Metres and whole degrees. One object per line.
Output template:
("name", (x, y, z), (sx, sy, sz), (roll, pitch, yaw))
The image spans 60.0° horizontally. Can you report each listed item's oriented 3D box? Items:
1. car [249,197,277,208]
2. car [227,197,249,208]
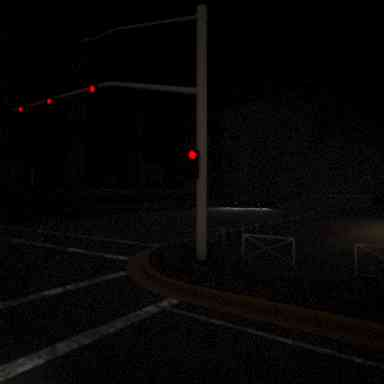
("car", (10.086, 1.420, 45.345), (1.837, 1.490, 4.892), (0, -1, 36))
("car", (6.686, 1.433, 46.614), (1.812, 1.442, 4.674), (0, 0, 36))
